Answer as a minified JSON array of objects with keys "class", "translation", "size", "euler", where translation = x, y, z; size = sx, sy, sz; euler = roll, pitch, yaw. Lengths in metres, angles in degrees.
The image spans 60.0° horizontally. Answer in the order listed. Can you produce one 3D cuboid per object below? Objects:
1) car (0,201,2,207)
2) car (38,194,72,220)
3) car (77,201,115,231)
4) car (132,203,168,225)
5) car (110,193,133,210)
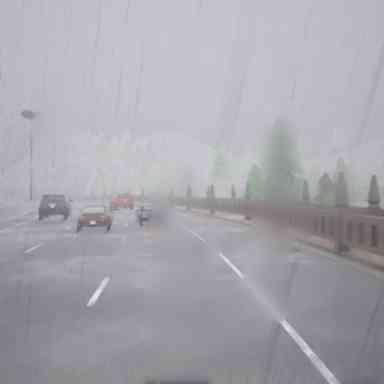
[{"class":"car","translation":[-23.871,1.518,39.760],"size":[2.128,1.511,4.902],"euler":[0,0,-27]},{"class":"car","translation":[-11.342,1.186,27.738],"size":[2.150,2.045,5.566],"euler":[0,0,-17]},{"class":"car","translation":[-5.824,1.480,20.238],"size":[1.812,1.442,4.674],"euler":[0,0,-12]},{"class":"car","translation":[-2.957,1.533,23.538],"size":[1.895,1.301,4.718],"euler":[0,0,-13]},{"class":"car","translation":[-8.749,1.145,40.862],"size":[2.150,2.045,5.566],"euler":[0,0,-23]}]
